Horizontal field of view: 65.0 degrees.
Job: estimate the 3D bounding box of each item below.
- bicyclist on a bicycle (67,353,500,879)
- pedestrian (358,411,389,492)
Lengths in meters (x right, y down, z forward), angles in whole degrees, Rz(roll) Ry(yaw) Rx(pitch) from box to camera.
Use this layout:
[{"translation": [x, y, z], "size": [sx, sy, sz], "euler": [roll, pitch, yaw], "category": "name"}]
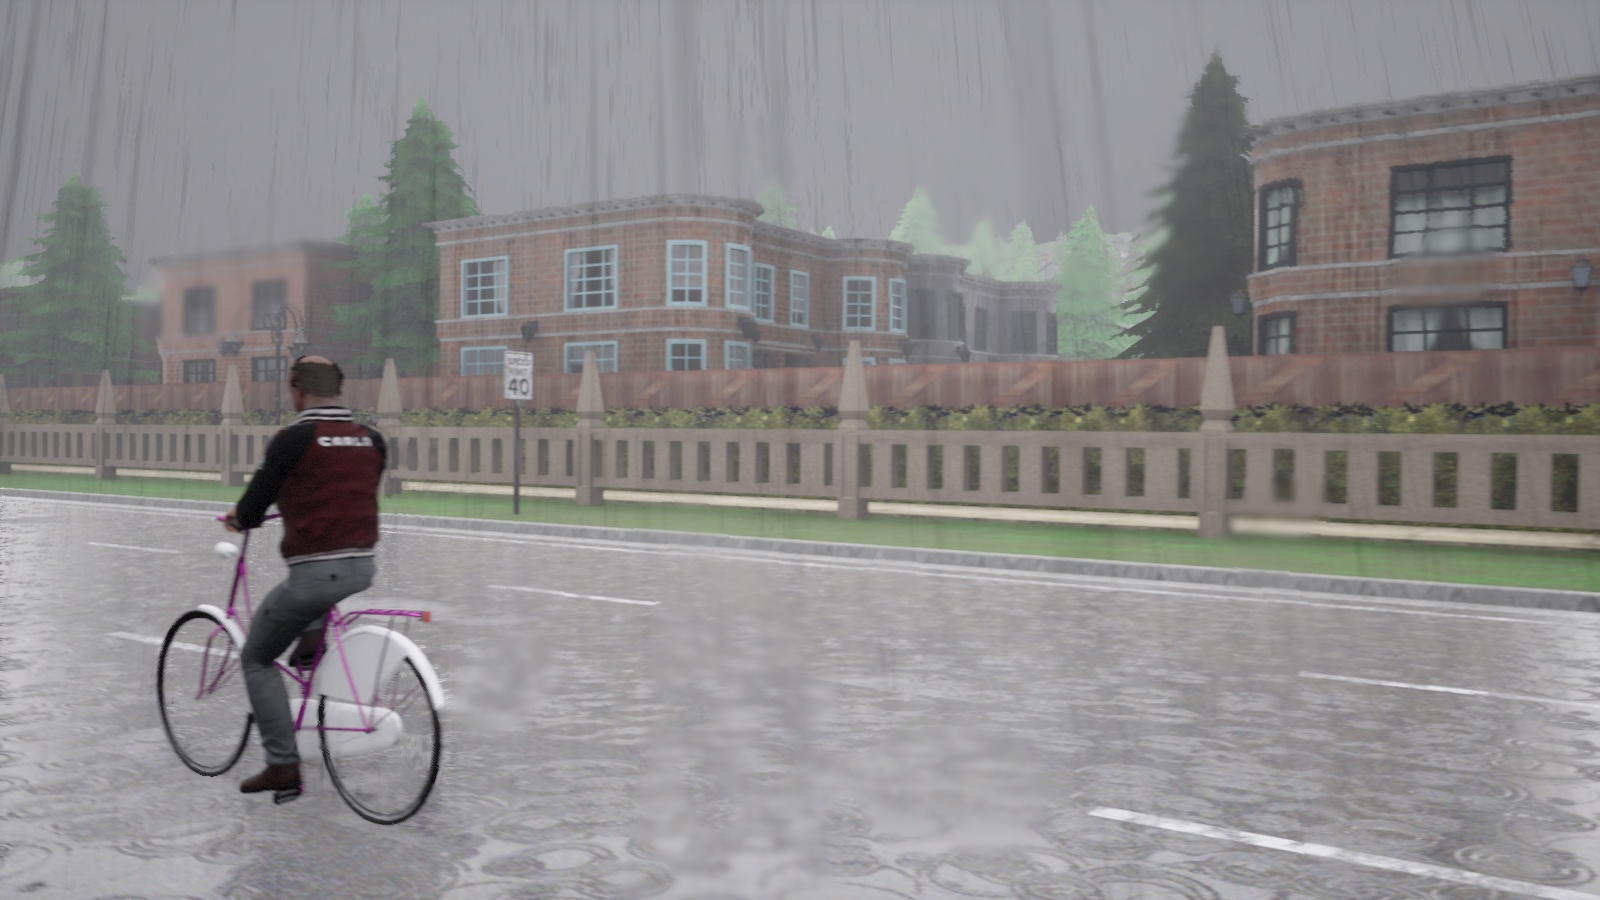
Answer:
[{"translation": [-2.100, 0.552, 5.016], "size": [1.843, 1.776, 0.659], "euler": [0, 1, 34], "category": "bicyclist on a bicycle"}, {"translation": [-9.955, 0.030, 29.319], "size": [0.720, 1.854, 0.376], "euler": [0, 1, 44], "category": "pedestrian"}]
